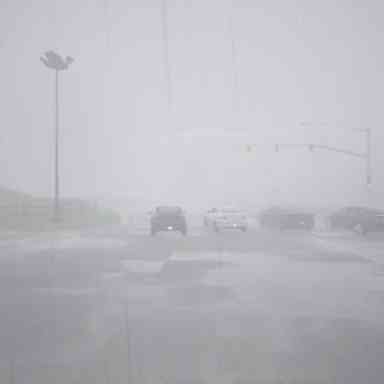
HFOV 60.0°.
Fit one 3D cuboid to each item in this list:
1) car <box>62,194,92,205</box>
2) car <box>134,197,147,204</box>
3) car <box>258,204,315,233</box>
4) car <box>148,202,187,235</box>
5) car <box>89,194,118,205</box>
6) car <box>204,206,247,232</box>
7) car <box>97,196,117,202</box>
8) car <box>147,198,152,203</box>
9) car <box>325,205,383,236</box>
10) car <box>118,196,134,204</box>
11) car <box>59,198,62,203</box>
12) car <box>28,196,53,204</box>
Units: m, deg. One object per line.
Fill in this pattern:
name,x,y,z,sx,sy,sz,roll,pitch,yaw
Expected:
car,-20.597,1.563,60.153,5.008,1.535,1.882,0,0,33
car,-12.220,1.617,66.952,5.357,1.411,2.033,0,0,37
car,5.485,1.480,20.004,1.882,1.535,5.008,0,0,-8
car,-1.422,1.521,18.884,1.837,1.490,4.892,0,0,-8
car,-16.293,1.603,61.241,4.674,1.442,1.812,0,0,37
car,1.951,1.535,20.022,1.812,1.442,4.674,0,0,-8
car,-19.347,1.566,75.745,4.181,1.385,1.994,0,0,26
car,-10.785,1.667,70.272,4.718,1.301,1.895,0,0,37
car,9.228,1.498,18.398,1.837,1.490,4.892,0,0,-7
car,-14.021,1.552,63.901,5.008,1.535,1.882,0,0,37
car,-24.625,1.544,66.645,4.892,1.490,1.837,0,0,23
car,-29.707,1.585,65.022,5.008,1.535,1.882,0,0,19
